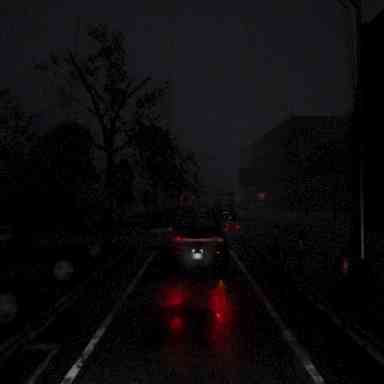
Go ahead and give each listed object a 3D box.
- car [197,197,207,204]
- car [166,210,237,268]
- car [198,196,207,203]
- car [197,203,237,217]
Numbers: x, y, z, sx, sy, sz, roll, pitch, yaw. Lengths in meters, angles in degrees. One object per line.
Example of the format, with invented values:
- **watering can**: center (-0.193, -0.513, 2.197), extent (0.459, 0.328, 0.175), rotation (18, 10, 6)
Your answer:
- **car**: center (2.102, 2.259, 75.644), extent (2.033, 1.411, 5.357), rotation (0, 0, 3)
- **car**: center (0.205, 1.577, 11.497), extent (2.128, 1.511, 4.902), rotation (0, -1, 1)
- **car**: center (2.720, 1.972, 85.940), extent (2.097, 1.767, 4.553), rotation (0, 0, 5)
- **car**: center (2.573, 2.144, 32.353), extent (2.128, 1.511, 4.902), rotation (1, -2, -22)
